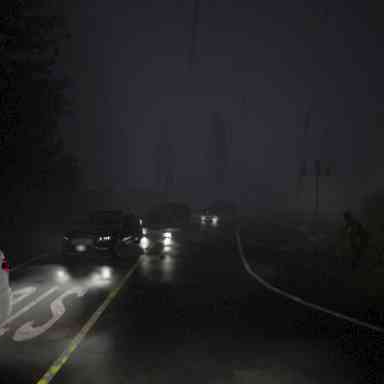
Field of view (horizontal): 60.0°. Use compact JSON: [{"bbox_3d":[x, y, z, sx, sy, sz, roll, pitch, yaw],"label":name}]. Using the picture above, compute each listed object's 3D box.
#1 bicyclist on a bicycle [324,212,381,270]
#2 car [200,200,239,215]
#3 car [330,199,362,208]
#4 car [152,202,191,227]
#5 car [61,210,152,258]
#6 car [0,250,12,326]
[{"bbox_3d":[4.594,1.403,9.516,1.656,1.620,0.582,0,0,0],"label":"bicyclist on a bicycle"},{"bbox_3d":[2.869,1.504,33.236,2.033,1.411,5.357,0,0,32],"label":"car"},{"bbox_3d":[20.892,1.539,44.874,4.718,1.301,1.895,0,0,-28],"label":"car"},{"bbox_3d":[-1.518,1.451,23.067,1.882,1.535,5.008,0,0,17],"label":"car"},{"bbox_3d":[-3.230,1.476,12.768,2.128,1.511,4.902,0,0,5],"label":"car"},{"bbox_3d":[-3.571,1.220,2.321,2.150,2.045,5.566,0,0,1],"label":"car"}]
